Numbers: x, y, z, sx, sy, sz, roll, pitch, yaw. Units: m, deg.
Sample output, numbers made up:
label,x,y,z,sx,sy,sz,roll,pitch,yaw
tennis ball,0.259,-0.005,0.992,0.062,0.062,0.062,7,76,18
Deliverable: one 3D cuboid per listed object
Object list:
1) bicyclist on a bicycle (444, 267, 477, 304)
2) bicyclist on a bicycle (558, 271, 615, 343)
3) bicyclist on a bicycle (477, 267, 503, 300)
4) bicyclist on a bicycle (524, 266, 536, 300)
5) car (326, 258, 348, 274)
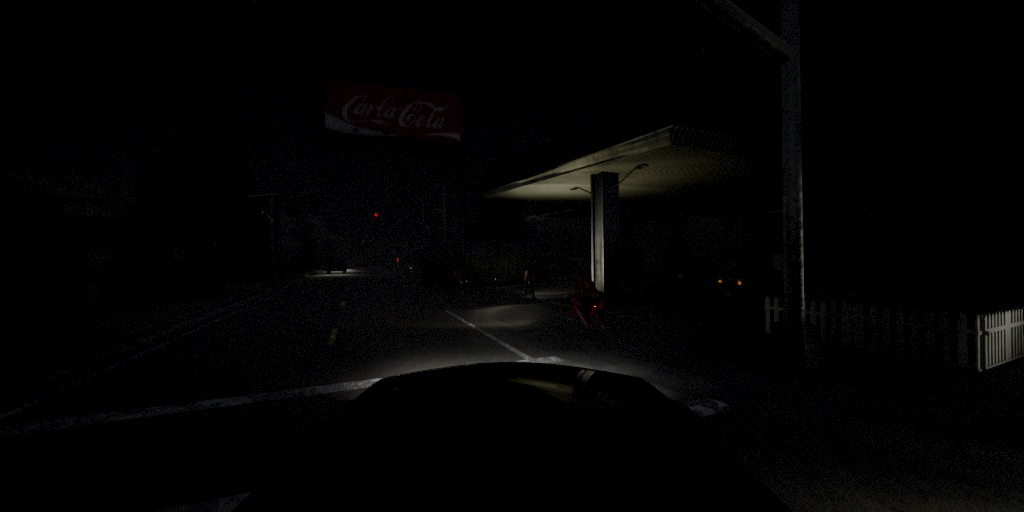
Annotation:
label,x,y,z,sx,sy,sz,roll,pitch,yaw
bicyclist on a bicycle,-2.530,1.329,16.349,1.656,1.620,0.582,1,0,37
bicyclist on a bicycle,1.753,1.201,8.611,0.582,1.620,1.656,3,-2,-42
bicyclist on a bicycle,-1.214,1.353,17.723,1.656,1.620,0.582,0,0,-21
bicyclist on a bicycle,0.895,1.339,17.825,0.582,1.620,1.656,-1,-1,16
car,-23.420,1.259,47.911,2.150,2.045,5.566,-1,0,-24
